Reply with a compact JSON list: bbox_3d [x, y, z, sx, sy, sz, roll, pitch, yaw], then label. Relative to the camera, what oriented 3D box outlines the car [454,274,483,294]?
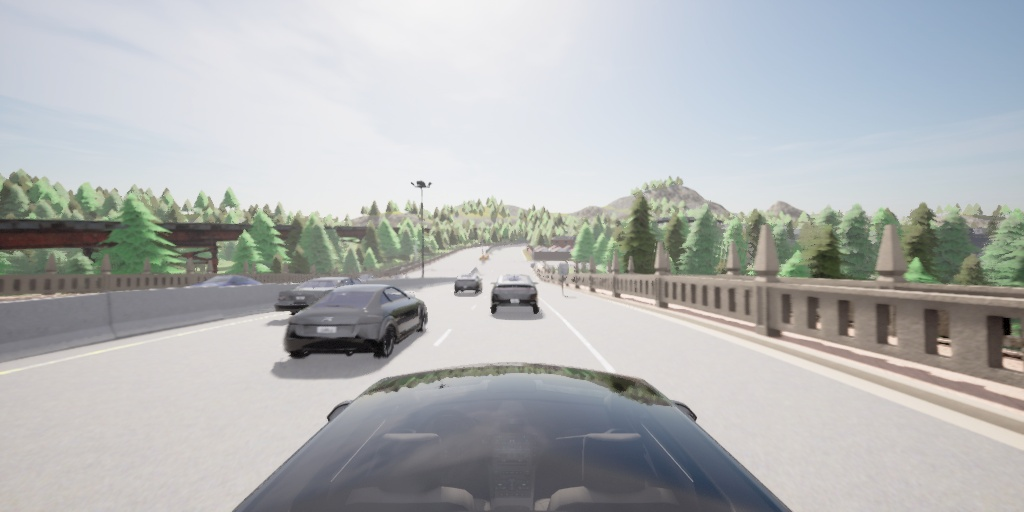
[{"bbox_3d":[-3.400,2.197,28.551,2.128,1.511,4.902,0,-3,0],"label":"car"}]

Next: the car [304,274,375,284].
[{"bbox_3d":[-6.900,1.538,14.186,2.033,1.411,5.357,0,-3,0],"label":"car"}]

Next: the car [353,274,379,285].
[{"bbox_3d":[-21.005,3.383,51.694,1.812,1.442,4.674,0,-3,0],"label":"car"}]

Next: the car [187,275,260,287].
[{"bbox_3d":[-17.587,1.909,22.078,1.812,1.442,4.674,0,-3,0],"label":"car"}]

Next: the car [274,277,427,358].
[{"bbox_3d":[-3.400,1.366,8.588,1.994,1.385,4.181,0,-1,0],"label":"car"}]

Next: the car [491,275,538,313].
[{"bbox_3d":[0.100,1.545,15.561,2.128,1.511,4.902,0,-3,0],"label":"car"}]

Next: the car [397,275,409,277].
[{"bbox_3d":[-14.003,3.094,45.455,2.033,1.411,5.357,0,-3,0],"label":"car"}]
